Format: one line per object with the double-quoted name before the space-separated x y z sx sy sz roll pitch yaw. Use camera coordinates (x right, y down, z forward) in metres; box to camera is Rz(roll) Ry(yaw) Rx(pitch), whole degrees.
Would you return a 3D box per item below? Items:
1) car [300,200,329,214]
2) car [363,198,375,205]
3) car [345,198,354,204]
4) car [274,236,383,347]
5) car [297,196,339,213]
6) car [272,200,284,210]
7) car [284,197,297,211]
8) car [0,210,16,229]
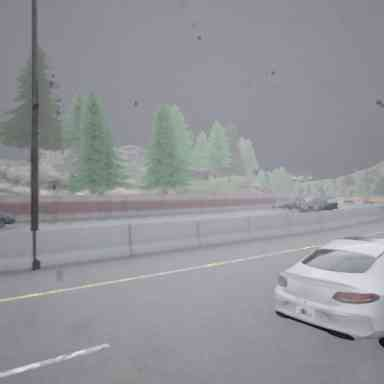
"car" 15.822 1.869 42.804 1.882 1.535 5.008 -1 -1 40
"car" 36.731 1.985 69.082 2.033 1.411 5.357 -1 -1 26
"car" 36.656 2.064 77.521 1.812 1.442 4.674 -1 -1 24
"car" 3.460 1.578 6.258 4.674 1.442 1.812 0 0 -38
"car" 13.492 1.535 34.754 2.150 2.045 5.566 -1 -1 42
"car" 14.171 2.005 52.040 2.128 1.511 4.902 -1 -1 37
"car" 15.867 1.678 48.444 2.150 2.045 5.566 -1 -1 38
"car" -15.022 1.922 23.411 4.674 1.442 1.812 0 -1 -36
